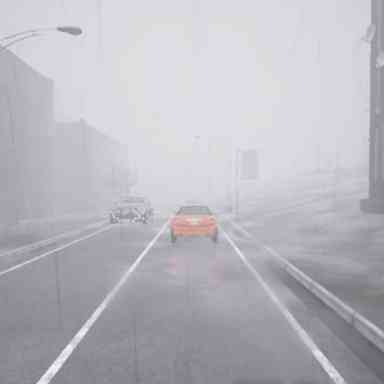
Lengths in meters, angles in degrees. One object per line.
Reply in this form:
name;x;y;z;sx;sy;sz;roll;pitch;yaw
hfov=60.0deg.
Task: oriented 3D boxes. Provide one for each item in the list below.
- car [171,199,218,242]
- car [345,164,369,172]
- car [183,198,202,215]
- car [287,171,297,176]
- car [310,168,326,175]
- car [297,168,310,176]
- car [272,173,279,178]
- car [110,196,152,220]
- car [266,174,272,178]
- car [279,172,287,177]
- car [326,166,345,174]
car;0.093;1.346;16.573;2.097;1.767;4.553;0;0;0
car;25.023;-3.368;48.101;2.231;1.521;4.892;0;1;-9
car;0.086;1.466;35.329;1.882;1.535;5.008;0;0;0
car;22.419;-3.777;70.131;2.097;1.535;5.008;0;1;-4
car;23.511;-3.541;58.935;2.163;1.488;4.792;0;1;-6
car;22.889;-3.801;64.625;2.185;1.767;4.553;0;1;-5
car;21.829;-3.975;81.210;2.231;1.521;4.892;0;1;-1
car;-3.508;0.963;19.914;2.097;1.767;4.553;0;0;0
car;21.698;-4.054;86.727;2.231;1.521;4.892;0;1;-1
car;22.064;-3.839;75.668;2.002;1.452;4.674;0;1;-3
car;24.216;-3.429;53.462;2.002;1.452;4.674;0;1;-7
